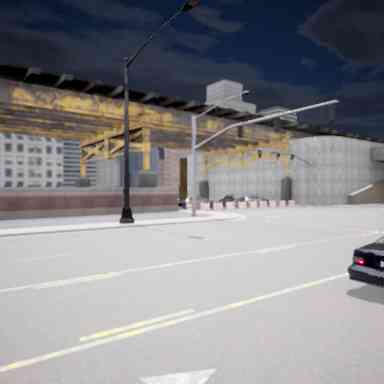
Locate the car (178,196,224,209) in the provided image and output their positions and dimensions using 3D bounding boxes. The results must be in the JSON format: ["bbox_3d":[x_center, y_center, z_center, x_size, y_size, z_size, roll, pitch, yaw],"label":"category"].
[{"bbox_3d":[0.901,1.211,39.106,4.974,1.542,2.038,0,0,8],"label":"car"}]

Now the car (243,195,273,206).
[{"bbox_3d":[8.505,0.985,45.542,4.536,1.218,1.853,0,0,-7],"label":"car"}]

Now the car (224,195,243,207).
[{"bbox_3d":[4.646,1.180,41.791,2.038,1.542,4.974,0,0,18],"label":"car"}]

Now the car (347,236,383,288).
[{"bbox_3d":[5.904,1.476,7.985,5.357,1.411,2.033,0,0,-35],"label":"car"}]

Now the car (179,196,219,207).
[{"bbox_3d":[0.849,1.054,39.112,4.536,1.218,1.853,0,0,8],"label":"car"}]

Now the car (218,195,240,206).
[{"bbox_3d":[4.661,1.022,41.839,1.853,1.218,4.536,0,0,18],"label":"car"}]

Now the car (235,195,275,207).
[{"bbox_3d":[8.557,1.142,45.550,4.974,1.542,2.038,0,0,-7],"label":"car"}]
